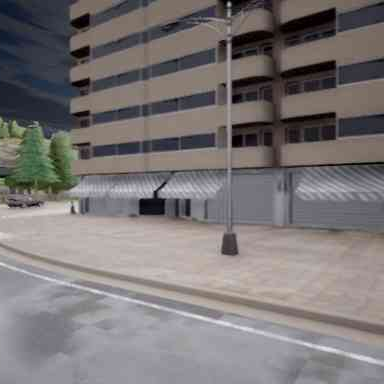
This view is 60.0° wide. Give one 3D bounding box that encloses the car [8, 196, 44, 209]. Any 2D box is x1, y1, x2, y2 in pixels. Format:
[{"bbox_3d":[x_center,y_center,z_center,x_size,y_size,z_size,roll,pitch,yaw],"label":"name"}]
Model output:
[{"bbox_3d":[-20.835,1.302,41.972,2.128,1.511,4.902,0,0,14],"label":"car"}]
